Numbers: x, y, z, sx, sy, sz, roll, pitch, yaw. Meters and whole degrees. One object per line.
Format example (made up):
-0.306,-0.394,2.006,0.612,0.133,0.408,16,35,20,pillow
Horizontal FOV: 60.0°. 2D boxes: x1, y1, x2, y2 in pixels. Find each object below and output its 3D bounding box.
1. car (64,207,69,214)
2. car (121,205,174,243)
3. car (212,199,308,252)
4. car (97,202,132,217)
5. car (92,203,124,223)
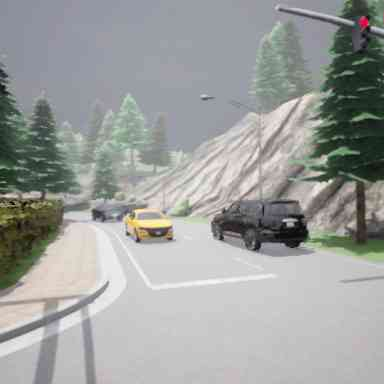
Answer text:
-18.030,2.221,43.786,4.674,1.442,1.812,-2,-1,42,car
-2.398,1.698,17.981,1.882,1.535,5.008,-1,-1,-19,car
2.780,1.340,14.928,2.150,2.045,5.566,-1,-1,-19,car
-9.124,2.015,38.967,2.128,1.511,4.902,0,-1,-37,car
-7.742,1.909,30.269,2.128,1.511,4.902,0,-1,-30,car
